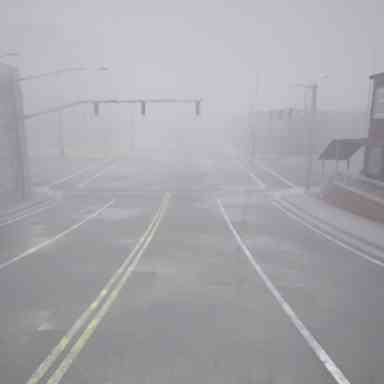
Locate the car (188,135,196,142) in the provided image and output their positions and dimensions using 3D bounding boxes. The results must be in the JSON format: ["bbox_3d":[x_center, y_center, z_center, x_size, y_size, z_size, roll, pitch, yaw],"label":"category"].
[{"bbox_3d":[0.039,-14.046,88.656,1.994,1.385,4.181,0,12,0],"label":"car"}]

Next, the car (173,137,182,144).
[{"bbox_3d":[-3.464,-12.897,82.300,2.097,1.767,4.553,0,12,0],"label":"car"}]
